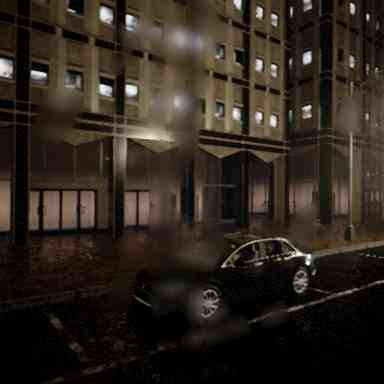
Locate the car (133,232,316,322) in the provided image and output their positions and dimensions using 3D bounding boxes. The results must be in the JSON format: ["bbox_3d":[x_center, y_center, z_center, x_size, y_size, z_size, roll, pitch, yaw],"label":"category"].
[{"bbox_3d":[0.894,1.590,7.198,4.403,1.369,2.008,1,0,-36],"label":"car"}]
